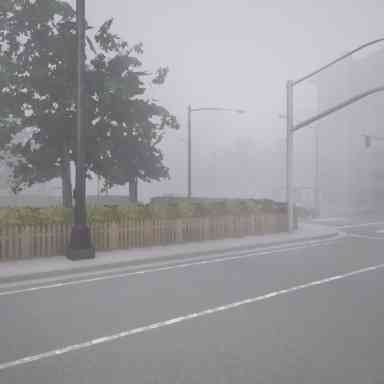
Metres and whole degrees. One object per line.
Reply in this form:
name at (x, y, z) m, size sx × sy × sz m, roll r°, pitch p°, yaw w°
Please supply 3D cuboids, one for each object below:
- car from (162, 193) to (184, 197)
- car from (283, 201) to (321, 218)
car at (-2.338, 1.221, 47.233) m, size 2.150 × 2.045 × 5.566 m, roll 0°, pitch 0°, yaw -35°
car at (9.368, 1.526, 30.313) m, size 1.812 × 1.442 × 4.674 m, roll 0°, pitch 0°, yaw -35°
